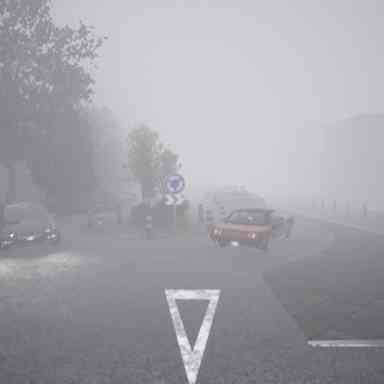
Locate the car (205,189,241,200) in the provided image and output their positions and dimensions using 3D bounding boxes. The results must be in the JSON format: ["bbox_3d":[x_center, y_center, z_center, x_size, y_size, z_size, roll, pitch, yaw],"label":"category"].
[{"bbox_3d":[4.338,0.372,47.153,4.792,1.488,2.163,0,2,0],"label":"car"}]

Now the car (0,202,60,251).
[{"bbox_3d":[-6.567,1.206,13.173,1.837,1.490,4.892,-6,5,-29],"label":"car"}]

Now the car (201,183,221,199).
[{"bbox_3d":[4.273,0.212,41.580,5.566,2.045,2.435,0,1,0],"label":"car"}]

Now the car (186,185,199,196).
[{"bbox_3d":[-0.212,-0.091,61.542,2.033,1.411,5.357,0,2,0],"label":"car"}]

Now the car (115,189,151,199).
[{"bbox_3d":[-8.763,0.267,49.777,5.008,1.535,2.097,0,2,0],"label":"car"}]

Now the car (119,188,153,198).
[{"bbox_3d":[-8.759,0.181,52.566,5.008,1.535,2.097,0,2,0],"label":"car"}]

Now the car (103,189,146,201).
[{"bbox_3d":[-8.960,0.405,44.332,5.366,1.575,1.946,0,1,0],"label":"car"}]

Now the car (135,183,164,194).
[{"bbox_3d":[-8.772,-0.771,69.270,5.566,2.045,2.435,0,3,0],"label":"car"}]

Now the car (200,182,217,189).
[{"bbox_3d":[4.391,-1.779,88.766,4.553,1.767,2.185,0,3,0],"label":"car"}]

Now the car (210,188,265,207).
[{"bbox_3d":[4.318,0.634,30.443,4.792,1.488,2.163,0,1,0],"label":"car"}]

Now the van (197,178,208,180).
[{"bbox_3d":[4.250,-2.222,94.442,4.442,1.987,1.878,0,3,0],"label":"van"}]

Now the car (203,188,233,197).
[{"bbox_3d":[4.348,0.109,55.519,4.792,1.488,2.163,0,2,0],"label":"car"}]

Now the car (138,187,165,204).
[{"bbox_3d":[-3.844,0.441,33.838,2.097,1.767,4.553,0,1,0],"label":"car"}]

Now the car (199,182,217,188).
[{"bbox_3d":[4.357,-1.827,91.677,4.892,1.521,2.231,0,3,0],"label":"car"}]

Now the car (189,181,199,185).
[{"bbox_3d":[-0.202,-0.852,70.805,2.097,1.767,4.553,0,3,0],"label":"car"}]

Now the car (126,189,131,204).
[{"bbox_3d":[-8.791,0.616,33.049,4.674,1.452,2.002,0,1,0],"label":"car"}]

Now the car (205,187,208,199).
[{"bbox_3d":[4.304,0.509,38.791,5.008,1.535,2.097,0,1,0],"label":"car"}]

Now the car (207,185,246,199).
[{"bbox_3d":[4.264,0.420,36.011,4.553,1.767,2.185,0,1,0],"label":"car"}]

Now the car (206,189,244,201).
[{"bbox_3d":[4.312,0.409,44.374,4.892,1.521,2.231,0,1,0],"label":"car"}]

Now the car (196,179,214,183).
[{"bbox_3d":[4.322,-1.411,80.549,5.566,2.045,2.435,0,3,0],"label":"car"}]

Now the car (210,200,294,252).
[{"bbox_3d":[2.543,1.288,12.857,1.895,1.301,4.718,3,4,30],"label":"car"}]

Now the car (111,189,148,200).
[{"bbox_3d":[-8.742,0.375,46.988,4.792,1.488,2.163,0,1,0],"label":"car"}]

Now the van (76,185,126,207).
[{"bbox_3d":[-8.665,0.380,30.373,4.442,1.987,1.878,1,1,0],"label":"van"}]

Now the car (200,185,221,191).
[{"bbox_3d":[4.349,-0.953,77.788,4.674,1.452,2.002,0,3,0],"label":"car"}]

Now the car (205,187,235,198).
[{"bbox_3d":[4.347,0.050,52.727,4.553,1.767,2.185,0,2,0],"label":"car"}]

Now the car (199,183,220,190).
[{"bbox_3d":[4.359,-1.327,83.342,5.008,1.535,2.097,0,3,0],"label":"car"}]

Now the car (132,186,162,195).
[{"bbox_3d":[-8.565,-0.255,63.710,5.366,1.575,1.946,0,3,0],"label":"car"}]

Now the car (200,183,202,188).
[{"bbox_3d":[4.298,-0.384,63.861,4.553,1.767,2.185,0,3,0],"label":"car"}]

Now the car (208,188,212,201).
[{"bbox_3d":[4.262,0.605,33.226,4.792,1.488,2.163,0,1,0],"label":"car"}]

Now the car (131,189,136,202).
[{"bbox_3d":[-8.788,0.587,35.834,4.674,1.452,2.002,0,1,0],"label":"car"}]

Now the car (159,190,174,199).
[{"bbox_3d":[-3.808,0.357,50.788,1.895,1.301,4.718,0,2,0],"label":"car"}]

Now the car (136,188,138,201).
[{"bbox_3d":[-8.810,0.539,38.746,4.792,1.488,2.163,0,1,0],"label":"car"}]
